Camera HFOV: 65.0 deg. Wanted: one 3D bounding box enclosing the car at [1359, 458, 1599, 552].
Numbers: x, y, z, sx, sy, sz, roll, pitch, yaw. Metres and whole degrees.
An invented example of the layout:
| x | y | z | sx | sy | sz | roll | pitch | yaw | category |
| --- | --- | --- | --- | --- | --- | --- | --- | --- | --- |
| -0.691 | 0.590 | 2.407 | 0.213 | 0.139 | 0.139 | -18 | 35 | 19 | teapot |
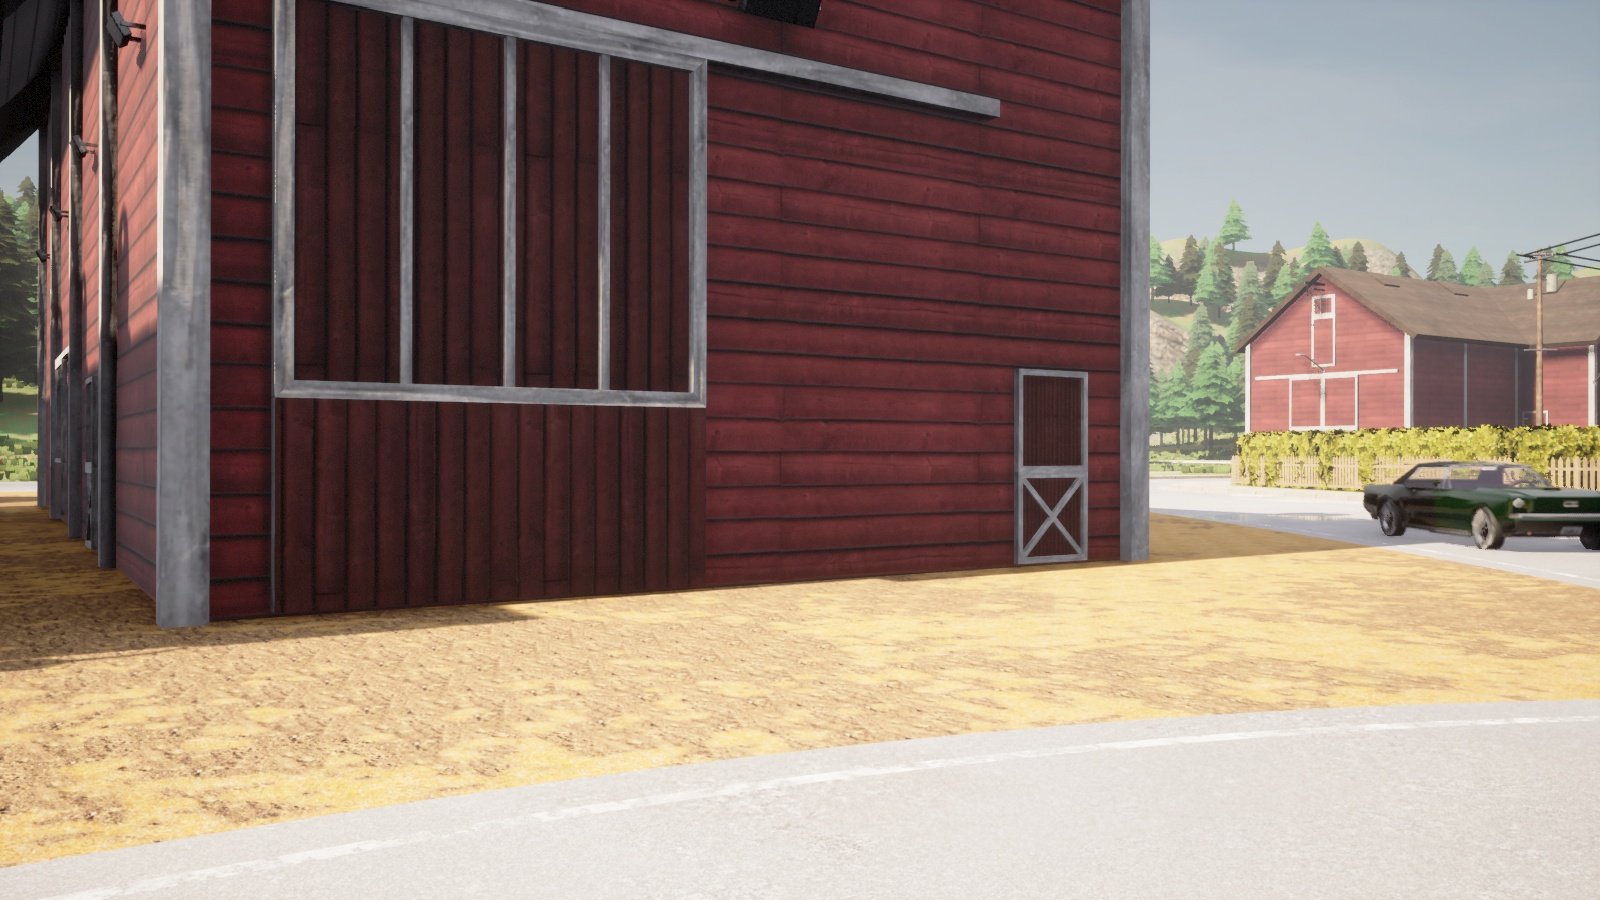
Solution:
| x | y | z | sx | sy | sz | roll | pitch | yaw | category |
| --- | --- | --- | --- | --- | --- | --- | --- | --- | --- |
| 11.031 | 0.800 | 20.215 | 1.895 | 1.301 | 4.718 | 0 | 0 | -1 | car |
